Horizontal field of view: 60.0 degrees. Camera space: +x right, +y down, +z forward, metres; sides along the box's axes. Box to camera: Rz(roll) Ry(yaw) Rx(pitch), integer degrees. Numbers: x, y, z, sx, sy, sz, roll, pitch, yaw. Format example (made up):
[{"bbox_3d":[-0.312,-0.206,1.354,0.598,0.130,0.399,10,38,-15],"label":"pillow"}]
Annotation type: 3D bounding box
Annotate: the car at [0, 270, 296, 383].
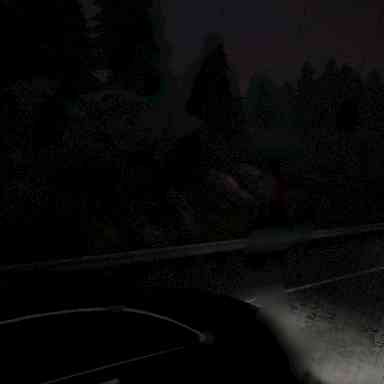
[{"bbox_3d":[-1.129,1.498,2.887,4.892,1.490,1.837,0,0,-35],"label":"car"}]
